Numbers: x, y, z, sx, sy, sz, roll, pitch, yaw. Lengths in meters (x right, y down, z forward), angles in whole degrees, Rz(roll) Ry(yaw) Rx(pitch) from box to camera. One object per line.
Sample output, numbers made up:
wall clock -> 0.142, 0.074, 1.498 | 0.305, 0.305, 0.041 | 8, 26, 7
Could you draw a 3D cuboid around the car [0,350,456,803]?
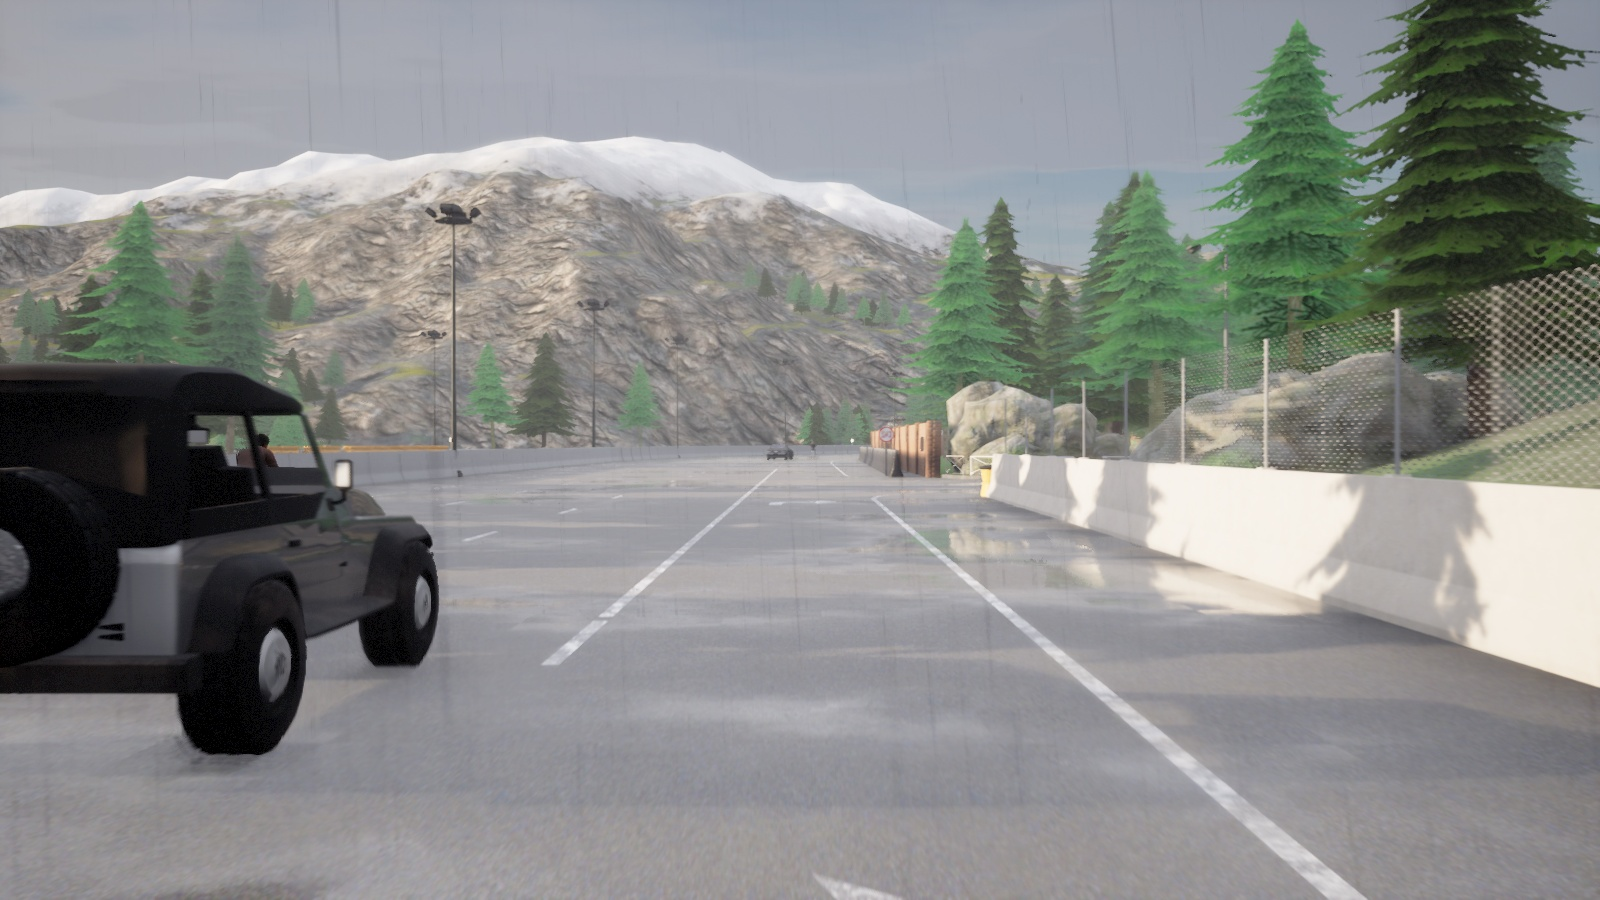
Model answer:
car -> -3.444, 0.501, 7.132 | 1.905, 1.878, 3.866 | 0, 1, 0
